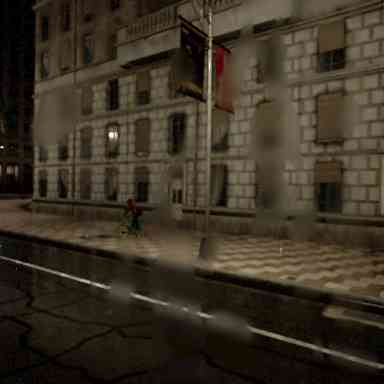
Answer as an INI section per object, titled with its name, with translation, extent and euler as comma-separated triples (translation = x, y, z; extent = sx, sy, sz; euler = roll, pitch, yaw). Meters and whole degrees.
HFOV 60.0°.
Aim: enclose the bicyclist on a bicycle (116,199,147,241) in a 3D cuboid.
[bicyclist on a bicycle]
translation = -2.386, 1.109, 13.297
extent = 0.582, 1.620, 1.656
euler = 1, 1, 36
